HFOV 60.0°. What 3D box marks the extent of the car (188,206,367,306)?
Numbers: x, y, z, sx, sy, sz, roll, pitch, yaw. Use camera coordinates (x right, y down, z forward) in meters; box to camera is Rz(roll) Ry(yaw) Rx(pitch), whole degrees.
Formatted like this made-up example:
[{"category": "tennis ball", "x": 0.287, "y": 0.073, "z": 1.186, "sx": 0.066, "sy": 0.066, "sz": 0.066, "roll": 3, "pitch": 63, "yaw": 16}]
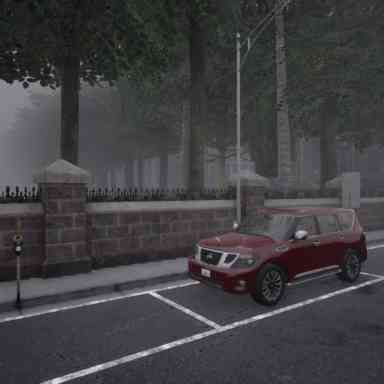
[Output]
[{"category": "car", "x": 2.326, "y": 1.314, "z": 8.194, "sx": 5.009, "sy": 1.841, "sz": 2.192, "roll": 0, "pitch": 0, "yaw": -36}]
